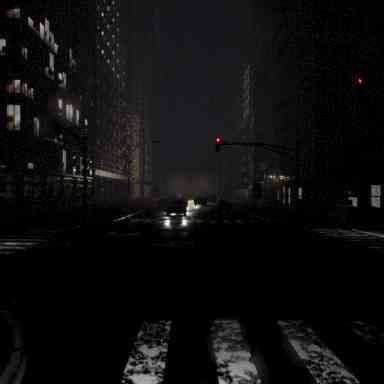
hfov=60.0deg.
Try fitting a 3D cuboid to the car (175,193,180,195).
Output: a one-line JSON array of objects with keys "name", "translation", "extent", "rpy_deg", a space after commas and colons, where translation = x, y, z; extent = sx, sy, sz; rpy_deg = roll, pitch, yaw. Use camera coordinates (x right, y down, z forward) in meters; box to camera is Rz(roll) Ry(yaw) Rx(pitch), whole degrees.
[{"name": "car", "translation": [-4.160, 1.426, 74.949], "extent": [1.967, 1.590, 4.097], "rpy_deg": [0, 0, 0]}]

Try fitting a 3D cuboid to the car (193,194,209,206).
[{"name": "car", "translation": [1.345, 1.532, 54.642], "extent": [1.812, 1.442, 4.674], "rpy_deg": [0, 0, 0]}]

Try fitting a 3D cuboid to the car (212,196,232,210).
[{"name": "car", "translation": [3.917, 1.579, 41.820], "extent": [1.947, 1.339, 4.313], "rpy_deg": [0, 0, 0]}]

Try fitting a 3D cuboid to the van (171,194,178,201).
[{"name": "van", "translation": [-4.185, 1.321, 80.477], "extent": [1.690, 1.788, 3.998], "rpy_deg": [0, 0, 0]}]

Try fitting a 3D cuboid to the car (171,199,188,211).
[{"name": "car", "translation": [-1.540, 1.614, 42.680], "extent": [1.895, 1.301, 4.718], "rpy_deg": [0, 0, 0]}]

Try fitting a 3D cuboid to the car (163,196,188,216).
[{"name": "car", "translation": [-1.507, 1.494, 33.319], "extent": [1.882, 1.535, 5.008], "rpy_deg": [0, 0, 0]}]

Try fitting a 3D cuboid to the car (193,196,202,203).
[{"name": "car", "translation": [1.172, 1.528, 73.349], "extent": [2.033, 1.411, 5.357], "rpy_deg": [0, 0, 0]}]

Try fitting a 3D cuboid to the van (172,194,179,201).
[{"name": "van", "translation": [-4.210, 1.315, 86.004], "extent": [1.690, 1.788, 3.998], "rpy_deg": [0, 0, 0]}]

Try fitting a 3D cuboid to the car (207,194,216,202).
[{"name": "car", "translation": [3.769, 1.313, 63.929], "extent": [2.192, 1.841, 5.009], "rpy_deg": [0, 0, 0]}]

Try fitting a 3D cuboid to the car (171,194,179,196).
[{"name": "car", "translation": [-4.111, 1.564, 63.894], "extent": [1.947, 1.339, 4.313], "rpy_deg": [0, 0, 0]}]

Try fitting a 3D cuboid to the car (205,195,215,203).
[{"name": "car", "translation": [3.744, 1.432, 69.457], "extent": [1.967, 1.590, 4.097], "rpy_deg": [0, 0, 0]}]

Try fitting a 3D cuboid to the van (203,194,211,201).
[{"name": "van", "translation": [3.695, 1.321, 80.512], "extent": [1.690, 1.788, 3.998], "rpy_deg": [0, 0, 0]}]

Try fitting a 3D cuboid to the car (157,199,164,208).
[{"name": "car", "translation": [-4.037, 1.593, 47.311], "extent": [1.802, 1.307, 4.206], "rpy_deg": [0, 0, 0]}]
